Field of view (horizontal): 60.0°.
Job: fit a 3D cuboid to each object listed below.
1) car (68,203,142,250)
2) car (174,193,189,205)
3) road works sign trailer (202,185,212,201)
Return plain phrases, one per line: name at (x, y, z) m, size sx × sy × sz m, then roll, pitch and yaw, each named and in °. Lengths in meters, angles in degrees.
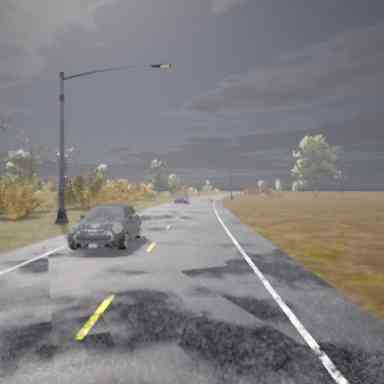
car at (-3.448, 1.294, 13.926) m, size 2.097 × 1.767 × 4.553 m, roll 0°, pitch 0°, yaw 1°
car at (-1.712, 1.123, 54.889) m, size 2.097 × 1.767 × 4.553 m, roll 0°, pitch 0°, yaw 4°
road works sign trailer at (3.545, 0.141, 76.746) m, size 2.380 × 3.560 × 2.880 m, roll 0°, pitch 0°, yaw 6°
